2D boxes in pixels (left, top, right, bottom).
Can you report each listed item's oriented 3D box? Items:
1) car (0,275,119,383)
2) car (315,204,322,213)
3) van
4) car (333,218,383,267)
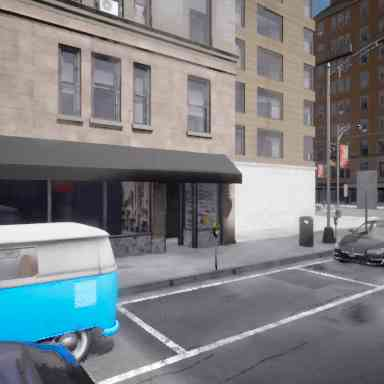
[{"bbox_3d":[-2.396,1.564,1.362,4.181,1.385,1.994,0,0,-35],"label":"car"},{"bbox_3d":[11.092,1.500,34.775,1.895,1.301,4.718,0,0,-36],"label":"car"},{"bbox_3d":[-2.923,1.341,4.105,3.998,1.788,1.690,0,0,-35],"label":"van"},{"bbox_3d":[6.300,1.550,10.674,4.403,1.369,2.008,0,0,-35],"label":"car"}]
